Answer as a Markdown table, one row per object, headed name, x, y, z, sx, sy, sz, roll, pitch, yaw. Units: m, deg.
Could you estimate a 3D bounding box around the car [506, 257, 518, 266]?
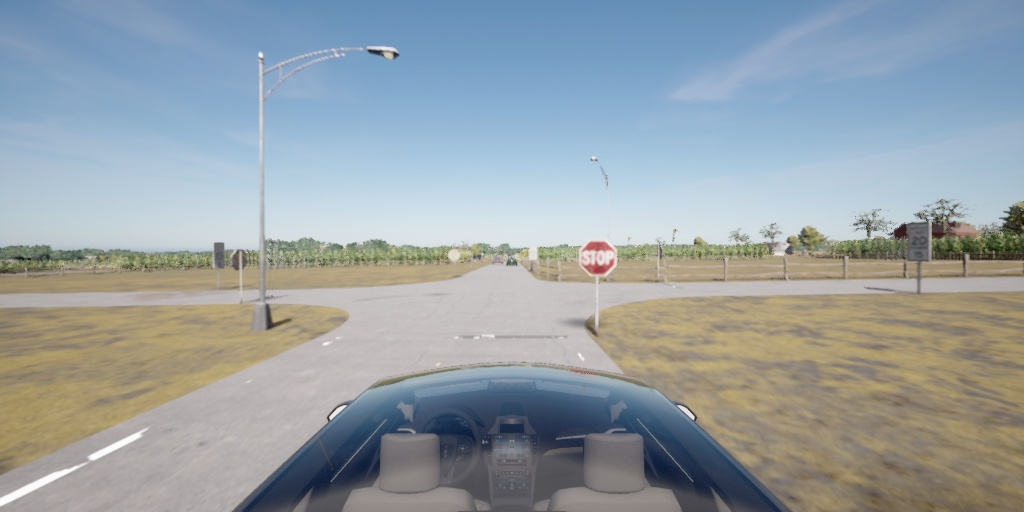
| name | x | y | z | sx | sy | sz | roll | pitch | yaw |
| --- | --- | --- | --- | --- | --- | --- | --- | --- | --- |
| car | 0.006 | 0.889 | 64.823 | 2.097 | 1.767 | 4.553 | 0 | 0 | 0 |
